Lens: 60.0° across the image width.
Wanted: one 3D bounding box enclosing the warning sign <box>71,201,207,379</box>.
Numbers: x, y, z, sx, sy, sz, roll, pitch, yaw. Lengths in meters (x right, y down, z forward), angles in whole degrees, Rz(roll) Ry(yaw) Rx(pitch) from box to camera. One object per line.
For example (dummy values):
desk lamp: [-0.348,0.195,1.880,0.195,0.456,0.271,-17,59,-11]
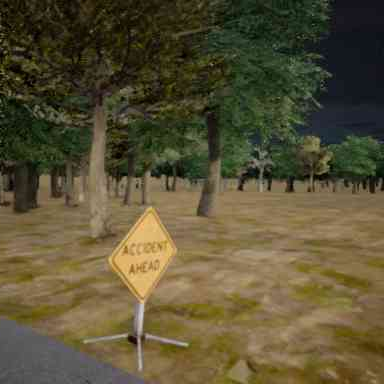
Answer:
warning sign: [-0.663,1.117,4.471,1.060,1.860,1.300,4,-1,35]
